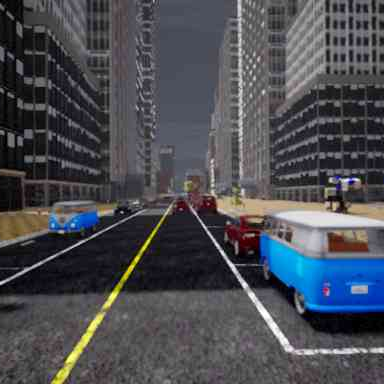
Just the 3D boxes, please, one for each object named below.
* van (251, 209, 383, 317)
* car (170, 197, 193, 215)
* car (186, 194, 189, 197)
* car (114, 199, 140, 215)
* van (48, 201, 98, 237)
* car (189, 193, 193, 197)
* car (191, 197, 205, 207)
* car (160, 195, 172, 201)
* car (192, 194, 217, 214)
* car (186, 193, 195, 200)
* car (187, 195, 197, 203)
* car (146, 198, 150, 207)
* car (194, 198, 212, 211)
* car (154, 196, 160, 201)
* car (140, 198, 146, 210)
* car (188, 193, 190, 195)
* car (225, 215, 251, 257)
[{"bbox_3d":[2.600,1.316,7.141,1.690,1.788,3.998,0,0,-2],"label":"van"},{"bbox_3d":[-1.116,1.508,34.221,1.812,1.442,4.674,0,0,-2],"label":"car"},{"bbox_3d":[-1.597,1.480,47.419,1.837,1.490,4.892,0,0,-1],"label":"car"},{"bbox_3d":[-6.867,1.592,34.516,1.947,1.339,4.313,0,0,-2],"label":"car"},{"bbox_3d":[-6.280,1.375,17.908,1.690,1.788,3.998,0,0,-2],"label":"van"},{"bbox_3d":[1.115,1.271,45.885,2.192,1.841,5.009,0,0,-2],"label":"car"},{"bbox_3d":[0.920,1.518,51.421,1.947,1.339,4.313,0,0,-2],"label":"car"},{"bbox_3d":[-5.677,1.258,76.743,1.895,1.301,4.718,0,0,-2],"label":"car"},{"bbox_3d":[1.507,1.277,34.812,2.192,1.841,5.009,0,0,-2],"label":"car"},{"bbox_3d":[-0.452,1.241,90.171,2.192,1.841,5.009,0,0,-2],"label":"car"},{"bbox_3d":[-0.070,1.420,69.957,1.882,1.535,5.008,0,0,-2],"label":"car"},{"bbox_3d":[-7.455,1.598,51.123,1.802,1.307,4.206,0,0,-2],"label":"car"},{"bbox_3d":[1.312,1.504,40.348,1.887,1.381,4.507,0,0,-2],"label":"car"},{"bbox_3d":[-8.630,1.576,84.338,1.802,1.307,4.206,0,0,-2],"label":"car"},{"bbox_3d":[-7.063,1.573,40.051,2.008,1.369,4.403,0,0,-2],"label":"car"},{"bbox_3d":[0.723,1.264,56.956,2.192,1.841,5.009,0,0,-2],"label":"car"},{"bbox_3d":[2.315,1.518,12.673,1.887,1.381,4.507,0,0,-2],"label":"car"}]
